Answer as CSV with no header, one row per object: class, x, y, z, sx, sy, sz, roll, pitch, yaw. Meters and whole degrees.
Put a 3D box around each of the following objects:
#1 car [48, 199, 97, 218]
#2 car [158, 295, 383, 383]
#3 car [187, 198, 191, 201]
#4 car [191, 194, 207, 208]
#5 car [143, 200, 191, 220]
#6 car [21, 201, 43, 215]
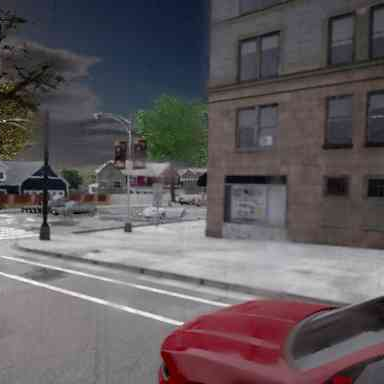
car,-10.688,1.512,30.113,1.994,1.385,4.181,2,1,36
car,1.968,1.476,2.280,5.008,1.535,1.882,0,0,35
car,0.087,1.570,50.676,1.895,1.301,4.718,2,1,36
car,2.706,1.297,48.739,2.150,2.045,5.566,2,1,36
car,-2.426,1.717,30.205,1.812,1.442,4.674,2,1,36
car,-13.385,1.387,31.928,2.033,1.411,5.357,2,1,36
